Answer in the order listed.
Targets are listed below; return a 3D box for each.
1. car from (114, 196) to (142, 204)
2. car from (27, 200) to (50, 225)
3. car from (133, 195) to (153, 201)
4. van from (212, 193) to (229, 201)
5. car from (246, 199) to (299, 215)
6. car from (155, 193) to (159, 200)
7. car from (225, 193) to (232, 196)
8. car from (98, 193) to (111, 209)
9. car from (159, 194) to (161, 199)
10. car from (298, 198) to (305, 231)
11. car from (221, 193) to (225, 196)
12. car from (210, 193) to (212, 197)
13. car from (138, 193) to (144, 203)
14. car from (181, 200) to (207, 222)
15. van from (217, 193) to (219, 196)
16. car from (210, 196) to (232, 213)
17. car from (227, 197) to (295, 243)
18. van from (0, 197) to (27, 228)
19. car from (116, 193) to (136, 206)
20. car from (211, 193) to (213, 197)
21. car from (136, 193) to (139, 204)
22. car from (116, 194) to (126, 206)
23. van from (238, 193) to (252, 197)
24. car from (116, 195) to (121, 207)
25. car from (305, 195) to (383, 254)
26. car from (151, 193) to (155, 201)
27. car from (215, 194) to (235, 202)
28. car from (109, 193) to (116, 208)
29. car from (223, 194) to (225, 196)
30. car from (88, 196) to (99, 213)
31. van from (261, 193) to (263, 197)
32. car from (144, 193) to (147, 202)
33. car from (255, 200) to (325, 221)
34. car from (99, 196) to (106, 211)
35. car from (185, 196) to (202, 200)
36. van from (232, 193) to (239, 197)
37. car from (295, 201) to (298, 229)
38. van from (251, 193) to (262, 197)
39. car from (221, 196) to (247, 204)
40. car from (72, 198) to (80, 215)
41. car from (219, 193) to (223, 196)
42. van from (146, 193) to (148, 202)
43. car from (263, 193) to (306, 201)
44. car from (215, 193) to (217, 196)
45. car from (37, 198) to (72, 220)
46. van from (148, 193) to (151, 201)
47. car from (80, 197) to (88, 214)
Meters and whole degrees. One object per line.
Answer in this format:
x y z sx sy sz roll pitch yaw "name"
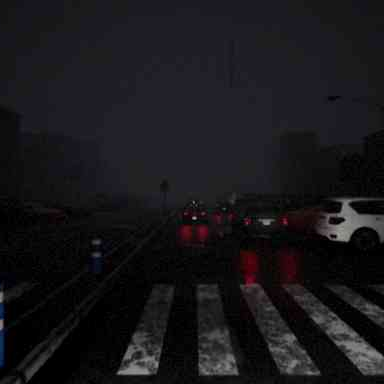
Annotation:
-12.344 1.481 64.170 4.892 1.521 2.231 0 0 0 "car"
-12.520 1.508 22.485 4.674 1.452 2.002 0 0 0 "car"
-12.268 1.609 83.558 4.674 1.452 2.002 0 0 0 "car"
7.808 1.320 90.105 4.442 1.987 1.878 0 0 0 "van"
7.735 1.455 32.204 4.674 1.452 2.002 0 0 0 "car"
-12.233 1.335 86.278 5.566 2.045 2.435 0 0 0 "car"
7.809 1.151 45.991 5.566 2.045 2.435 0 0 0 "car"
-12.420 1.320 39.158 4.553 1.767 2.185 0 0 0 "car"
-12.267 1.373 91.963 5.566 2.045 2.435 0 0 0 "car"
7.714 1.320 15.534 4.553 1.767 2.185 0 0 0 "car"
7.811 1.413 57.019 4.892 1.521 2.231 0 0 0 "car"
7.922 1.528 87.346 5.008 1.535 2.097 0 0 0 "car"
-12.334 1.219 61.390 5.566 2.045 2.435 0 0 0 "car"
0.178 1.572 25.989 1.895 1.301 4.718 0 0 0 "car"
7.726 1.205 65.167 4.442 1.987 1.878 0 0 0 "van"
3.220 1.470 35.481 1.812 1.442 4.674 0 0 0 "car"
3.143 1.332 16.097 2.097 1.767 4.553 0 0 0 "car"
-12.647 1.246 19.705 4.442 1.987 1.878 0 0 0 "van"
-12.367 1.201 53.055 5.566 2.045 2.435 0 0 0 "car"
7.938 1.386 84.590 4.553 1.767 2.185 0 0 0 "car"
-12.198 1.454 55.832 5.366 1.575 1.946 0 0 0 "car"
-12.411 1.448 47.497 4.892 1.521 2.231 0 0 0 "car"
7.871 1.180 37.720 4.442 1.987 1.878 0 0 0 "van"
-12.426 1.485 44.718 4.674 1.452 2.002 0 0 0 "car"
7.702 1.199 12.899 5.566 2.045 2.435 0 0 0 "car"
-12.323 1.287 78.066 5.566 2.045 2.435 0 0 0 "car"
7.858 1.358 79.075 4.553 1.767 2.185 0 0 0 "car"
-12.409 1.320 41.939 4.553 1.767 2.185 0 0 0 "car"
7.838 1.437 54.261 4.792 1.488 2.163 0 0 0 "car"
-12.469 1.451 33.604 5.008 1.535 2.097 0 0 0 "car"
7.593 1.205 23.932 4.442 1.987 1.878 0 0 0 "van"
-12.325 1.539 69.603 4.674 1.452 2.002 0 0 0 "car"
7.725 1.425 26.690 5.008 1.535 2.097 0 0 0 "car"
-12.468 1.449 36.381 4.892 1.521 2.231 0 0 0 "car"
0.229 1.300 42.320 2.097 1.767 4.553 0 0 0 "car"
7.889 1.177 43.232 4.442 1.987 1.878 0 0 0 "van"
7.687 1.441 18.291 5.008 1.535 2.097 0 0 0 "car"
7.844 1.193 29.447 4.442 1.987 1.878 0 0 0 "van"
7.833 1.463 62.533 4.674 1.452 2.002 0 0 0 "car"
-12.491 1.459 28.044 5.008 1.535 2.097 0 0 0 "car"
8.012 1.414 59.774 5.366 1.575 1.946 0 0 0 "car"
-12.434 1.286 72.509 4.442 1.987 1.878 0 0 0 "van"
7.729 1.185 21.173 5.566 2.045 2.435 0 0 0 "car"
7.847 1.440 68.048 4.892 1.521 2.231 0 0 0 "car"
-12.322 1.460 25.264 5.366 1.575 1.946 0 0 0 "car"
-12.189 1.297 75.285 4.442 1.987 1.878 0 0 0 "van"
-12.516 1.329 30.822 4.553 1.767 2.185 0 0 0 "car"
